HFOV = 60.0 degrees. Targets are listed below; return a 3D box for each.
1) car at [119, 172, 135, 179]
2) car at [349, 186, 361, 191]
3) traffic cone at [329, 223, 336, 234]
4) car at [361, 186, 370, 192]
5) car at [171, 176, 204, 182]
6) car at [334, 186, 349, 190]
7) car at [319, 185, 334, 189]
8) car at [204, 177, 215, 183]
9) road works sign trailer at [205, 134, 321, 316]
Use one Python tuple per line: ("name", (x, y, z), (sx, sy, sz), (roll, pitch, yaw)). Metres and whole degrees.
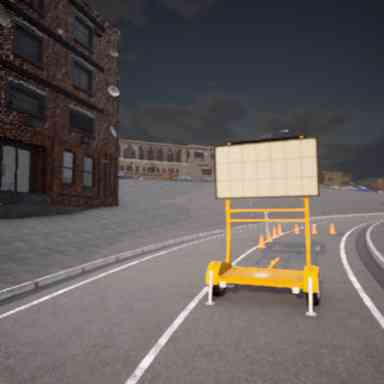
("car", (-10.940, -2.241, 50.485), (4.553, 1.767, 2.185), (1, -5, -27))
("car", (36.909, -0.502, 78.176), (4.553, 1.767, 2.185), (3, -6, -35))
("traffic cone", (8.147, 2.110, 19.329), (0.340, 0.580, 0.340), (-3, -2, 22))
("car", (41.430, -0.353, 81.497), (5.566, 2.045, 2.435), (3, -6, -36))
("car", (-1.162, -1.879, 55.383), (4.892, 1.521, 2.231), (1, -5, -27))
("car", (32.308, -0.621, 74.921), (4.892, 1.521, 2.231), (3, -6, -34))
("car", (27.812, -0.790, 71.896), (4.674, 1.452, 2.002), (2, -6, -33))
("car", (3.766, -1.746, 57.866), (4.892, 1.521, 2.231), (2, -5, -27))
("road works sign trailer", (1.785, 0.541, 7.889), (2.380, 3.560, 2.880), (-2, -1, 23))
